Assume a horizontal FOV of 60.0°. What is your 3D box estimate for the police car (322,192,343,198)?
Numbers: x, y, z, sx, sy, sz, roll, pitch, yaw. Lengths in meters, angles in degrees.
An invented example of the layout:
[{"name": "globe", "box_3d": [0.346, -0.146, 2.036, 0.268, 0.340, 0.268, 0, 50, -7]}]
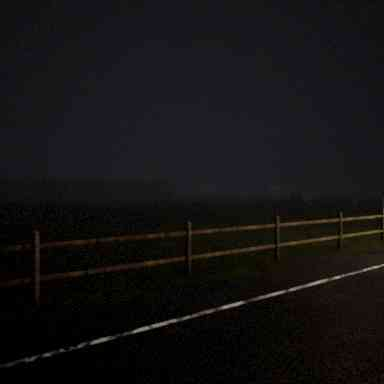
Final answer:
[{"name": "police car", "box_3d": [35.117, 0.824, 83.230, 2.038, 1.542, 4.974, 1, 0, -32]}]
